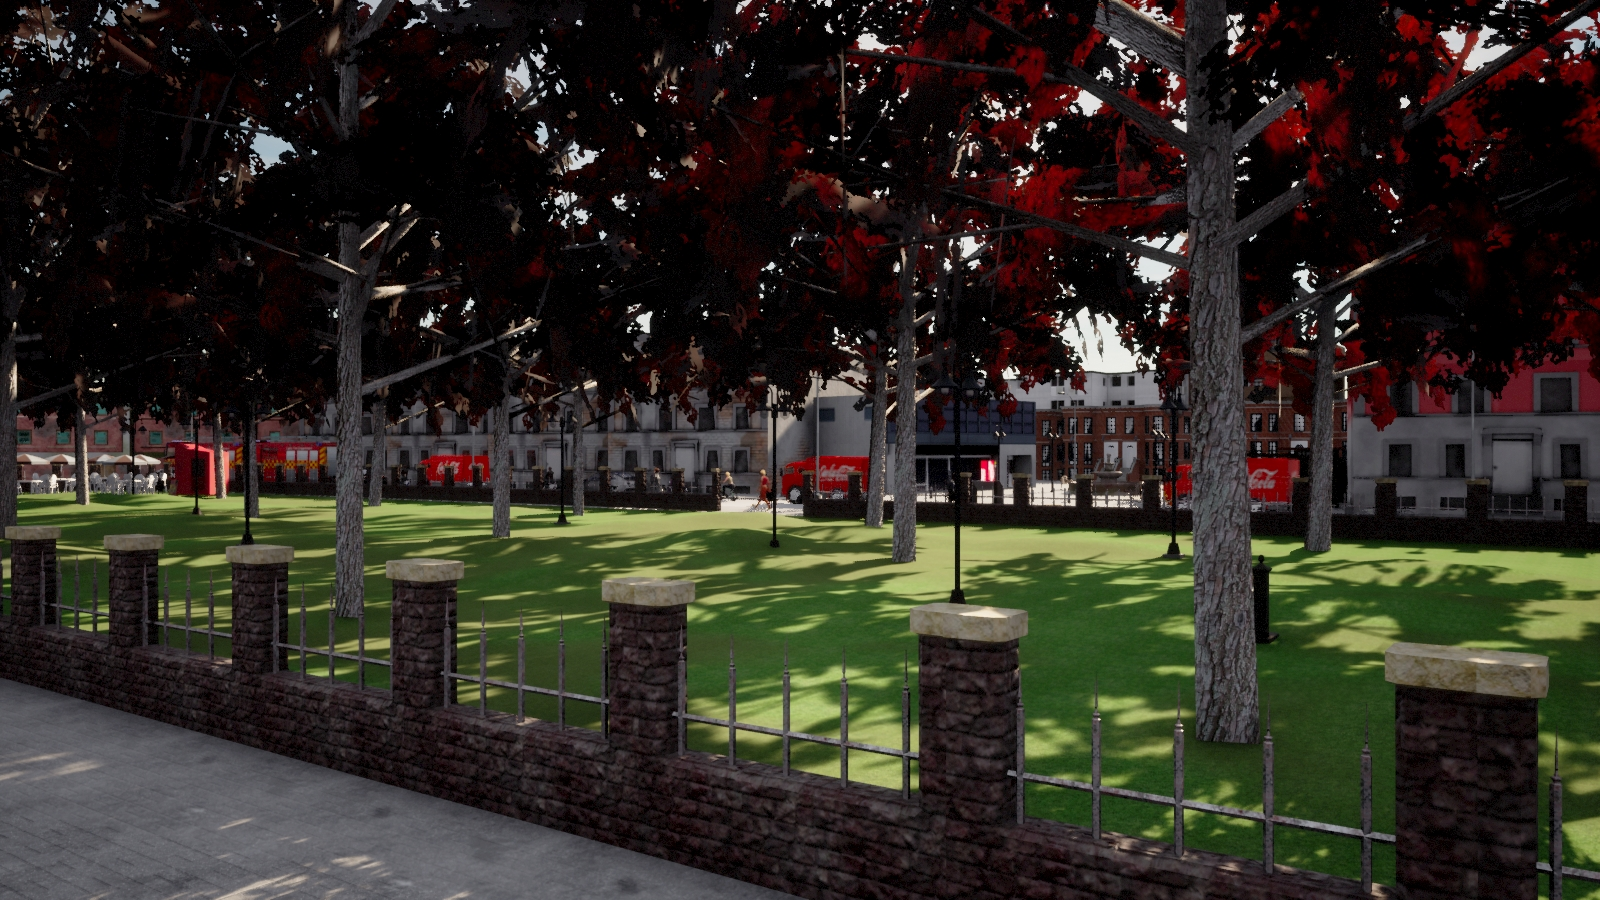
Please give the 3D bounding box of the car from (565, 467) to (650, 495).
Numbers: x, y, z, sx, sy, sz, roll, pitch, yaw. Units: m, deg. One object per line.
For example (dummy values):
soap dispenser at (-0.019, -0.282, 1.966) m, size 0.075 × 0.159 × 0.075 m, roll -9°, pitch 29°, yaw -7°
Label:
car at (-11.432, 1.827, 67.802) m, size 4.902 × 1.511 × 2.128 m, roll 0°, pitch 0°, yaw 35°

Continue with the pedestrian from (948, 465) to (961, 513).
pedestrian at (6.056, 1.524, 44.751) m, size 0.375 × 1.860 × 0.375 m, roll 0°, pitch 0°, yaw 35°

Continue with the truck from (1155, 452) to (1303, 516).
truck at (17.733, 1.344, 47.310) m, size 5.204 × 2.467 × 2.627 m, roll 0°, pitch 0°, yaw 35°

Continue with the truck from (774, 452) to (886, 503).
truck at (1.526, 1.348, 58.708) m, size 5.204 × 2.467 × 2.627 m, roll 0°, pitch 0°, yaw 35°

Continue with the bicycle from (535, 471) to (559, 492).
bicycle at (-15.681, 1.940, 70.806) m, size 1.835 × 1.271 × 0.329 m, roll 0°, pitch 0°, yaw 35°

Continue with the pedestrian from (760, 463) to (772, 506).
pedestrian at (-1.486, 1.522, 50.221) m, size 0.375 × 1.860 × 0.375 m, roll 0°, pitch 0°, yaw 32°

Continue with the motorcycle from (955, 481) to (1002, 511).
motorcycle at (7.722, 1.962, 49.460) m, size 1.805 × 1.236 × 0.856 m, roll 0°, pitch 0°, yaw 35°

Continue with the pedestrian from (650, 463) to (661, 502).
pedestrian at (-6.818, 1.525, 53.812) m, size 0.375 × 1.860 × 0.375 m, roll 0°, pitch 0°, yaw 35°
